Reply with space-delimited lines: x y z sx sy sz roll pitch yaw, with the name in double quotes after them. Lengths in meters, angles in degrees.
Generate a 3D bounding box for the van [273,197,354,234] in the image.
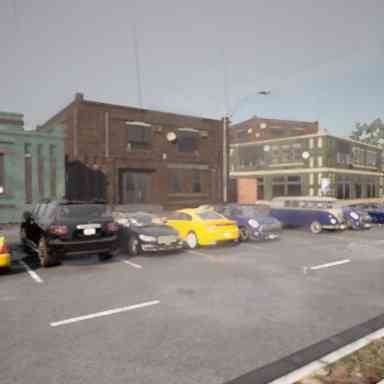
6.793 1.295 19.657 1.878 1.987 4.442 0 0 -35 "van"

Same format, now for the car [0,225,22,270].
-6.863 1.477 10.296 1.946 1.575 5.366 0 0 -35 "car"

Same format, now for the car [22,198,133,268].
-4.507 1.236 11.783 2.435 2.045 5.566 0 0 -36 "car"

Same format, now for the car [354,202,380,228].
9.075 1.392 21.465 2.185 1.767 4.553 0 0 -35 "car"

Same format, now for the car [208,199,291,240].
2.280 1.385 16.622 2.185 1.767 4.553 0 0 -35 "car"

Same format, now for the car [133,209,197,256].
-2.232 1.496 13.376 2.231 1.521 4.892 0 0 -35 "car"

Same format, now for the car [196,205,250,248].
-0.064 1.503 14.907 2.097 1.535 5.008 0 0 -35 "car"

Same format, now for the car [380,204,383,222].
13.537 1.531 24.570 2.163 1.488 4.792 0 0 -35 "car"
